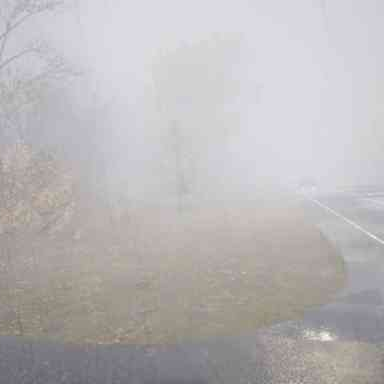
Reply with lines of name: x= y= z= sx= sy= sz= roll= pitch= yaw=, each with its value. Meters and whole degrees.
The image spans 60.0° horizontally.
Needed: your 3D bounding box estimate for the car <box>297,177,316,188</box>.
car: x=15.126 y=-1.327 z=44.106 sx=1.994 sy=1.385 sz=4.181 roll=-4 pitch=3 yaw=13
